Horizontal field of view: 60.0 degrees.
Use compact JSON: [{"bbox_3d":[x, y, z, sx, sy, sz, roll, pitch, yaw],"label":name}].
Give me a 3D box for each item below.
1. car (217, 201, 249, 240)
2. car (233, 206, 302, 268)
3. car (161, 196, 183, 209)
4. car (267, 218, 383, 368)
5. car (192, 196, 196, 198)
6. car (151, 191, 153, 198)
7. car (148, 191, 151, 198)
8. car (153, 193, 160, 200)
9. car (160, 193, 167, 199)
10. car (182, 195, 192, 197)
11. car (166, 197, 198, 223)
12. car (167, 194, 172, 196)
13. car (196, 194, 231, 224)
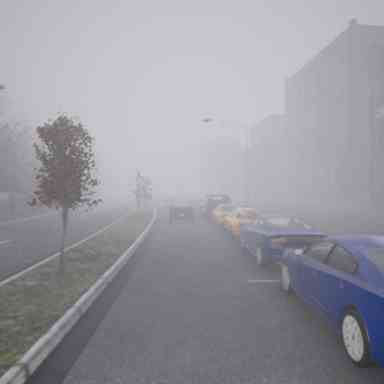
[{"bbox_3d":[2.687,1.466,17.093,1.946,1.575,5.366,0,0,-2],"label":"car"},{"bbox_3d":[2.897,1.476,11.343,2.097,1.535,5.008,0,0,-1],"label":"car"},{"bbox_3d":[-2.643,1.481,42.810,1.895,1.301,4.718,0,0,-8],"label":"car"},{"bbox_3d":[3.007,1.479,5.775,2.097,1.535,5.008,0,0,-1],"label":"car"},{"bbox_3d":[1.500,1.420,33.571,2.231,1.521,4.892,0,0,-5],"label":"car"},{"bbox_3d":[-8.977,1.089,88.041,2.002,1.452,4.674,0,0,-14],"label":"car"},{"bbox_3d":[-10.307,1.028,93.456,2.163,1.488,4.792,0,0,-14],"label":"car"},{"bbox_3d":[-7.653,1.099,82.650,2.231,1.521,4.892,0,0,-14],"label":"car"},{"bbox_3d":[-5.033,1.186,71.975,2.097,1.535,5.008,0,0,-13],"label":"car"},{"bbox_3d":[0.133,1.356,44.814,1.946,1.575,5.366,0,0,-7],"label":"car"},{"bbox_3d":[-0.847,1.441,25.622,1.882,1.535,5.008,0,0,-4],"label":"car"},{"bbox_3d":[-2.928,1.282,62.610,2.163,1.488,4.792,0,0,-11],"label":"car"},{"bbox_3d":[1.985,1.190,28.044,2.435,2.045,5.566,0,0,-4],"label":"car"}]
